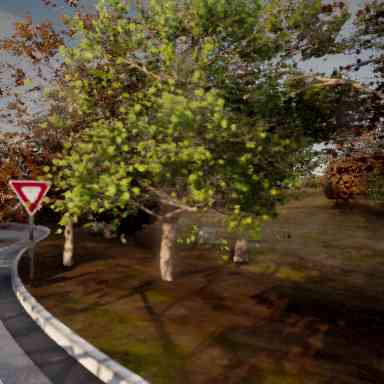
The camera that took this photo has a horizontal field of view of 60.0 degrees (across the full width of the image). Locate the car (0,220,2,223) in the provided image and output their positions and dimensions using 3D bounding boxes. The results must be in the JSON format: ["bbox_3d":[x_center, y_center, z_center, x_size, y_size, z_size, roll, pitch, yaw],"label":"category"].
[{"bbox_3d":[-16.858,2.103,25.831,5.357,1.411,2.033,-1,-1,35],"label":"car"}]
